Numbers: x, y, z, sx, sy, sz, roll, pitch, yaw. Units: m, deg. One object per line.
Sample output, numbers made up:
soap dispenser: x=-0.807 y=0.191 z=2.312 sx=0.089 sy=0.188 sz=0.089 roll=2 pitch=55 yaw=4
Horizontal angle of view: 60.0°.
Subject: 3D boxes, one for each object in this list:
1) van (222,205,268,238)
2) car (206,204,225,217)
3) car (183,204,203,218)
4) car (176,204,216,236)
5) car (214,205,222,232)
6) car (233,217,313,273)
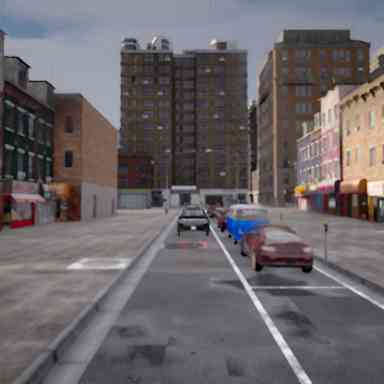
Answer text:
van: x=2.640 y=1.541 z=16.408 sx=1.690 sy=1.788 sz=3.998 roll=1 pitch=-1 yaw=0
car: x=2.612 y=2.088 z=38.156 sx=1.802 sy=1.307 sz=4.206 roll=1 pitch=-1 yaw=0
car: x=0.060 y=2.032 z=36.701 sx=2.033 sy=1.411 sz=5.357 roll=0 pitch=-1 yaw=0
car: x=0.078 y=1.742 z=20.236 sx=2.128 sy=1.511 sz=4.902 roll=0 pitch=-1 yaw=0
car: x=2.630 y=1.817 z=21.843 sx=1.887 sy=1.381 sz=4.507 roll=1 pitch=-1 yaw=0
car: x=2.641 y=1.713 z=10.968 sx=1.802 sy=1.307 sz=4.206 roll=1 pitch=-1 yaw=0
